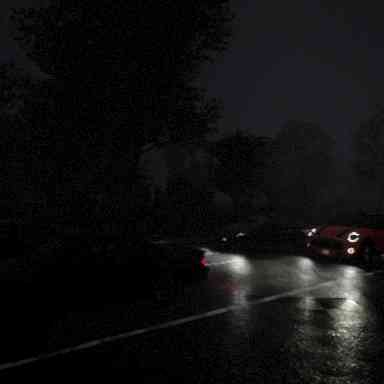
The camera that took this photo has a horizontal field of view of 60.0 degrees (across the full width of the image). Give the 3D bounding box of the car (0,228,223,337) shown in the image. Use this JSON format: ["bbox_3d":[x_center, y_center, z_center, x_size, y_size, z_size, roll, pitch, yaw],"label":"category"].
[{"bbox_3d":[-2.151,1.572,6.739,5.357,1.411,2.033,1,0,-35],"label":"car"}]

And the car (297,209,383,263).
[{"bbox_3d":[6.499,1.547,12.903,4.553,1.767,2.097,1,-1,-35],"label":"car"}]

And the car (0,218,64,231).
[{"bbox_3d":[-5.189,1.488,8.874,5.008,1.535,1.882,1,0,-35],"label":"car"}]

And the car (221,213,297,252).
[{"bbox_3d":[3.234,1.696,14.880,4.674,1.442,1.812,1,-1,-35],"label":"car"}]
